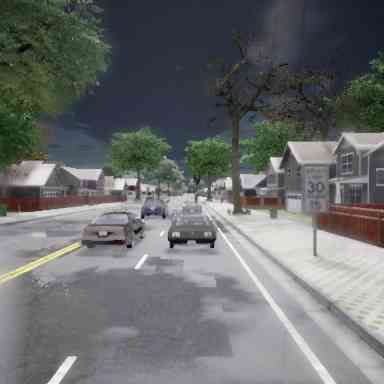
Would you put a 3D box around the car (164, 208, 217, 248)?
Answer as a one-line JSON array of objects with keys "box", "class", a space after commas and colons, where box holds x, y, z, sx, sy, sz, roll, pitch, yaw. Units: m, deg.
[{"box": [0.000, 1.615, 14.680, 1.895, 1.301, 4.718, 0, 0, 0], "class": "car"}]

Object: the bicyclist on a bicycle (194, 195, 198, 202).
[{"box": [0.894, 1.522, 70.616, 0.659, 1.776, 1.843, 0, 0, 0], "class": "bicyclist on a bicycle"}]

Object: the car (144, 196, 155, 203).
[{"box": [-9.749, 1.688, 76.735, 2.033, 1.411, 5.357, 0, 0, 0], "class": "car"}]

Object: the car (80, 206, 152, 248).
[{"box": [-3.250, 1.562, 14.650, 2.033, 1.411, 5.357, 0, 0, 0], "class": "car"}]

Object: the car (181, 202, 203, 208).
[{"box": [0.000, 1.575, 29.651, 2.033, 1.411, 5.357, 0, 0, 0], "class": "car"}]

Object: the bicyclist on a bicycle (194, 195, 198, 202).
[{"box": [0.883, 1.609, 79.618, 0.866, 1.612, 1.509, 0, 0, 0], "class": "bicyclist on a bicycle"}]

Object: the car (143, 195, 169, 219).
[{"box": [-3.250, 1.378, 29.622, 2.097, 1.767, 4.553, 0, 0, 0], "class": "car"}]
